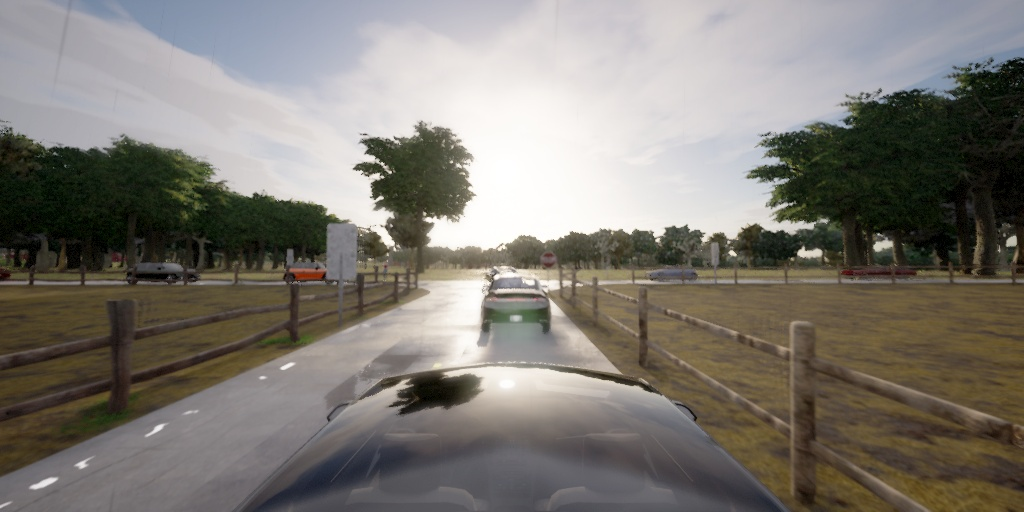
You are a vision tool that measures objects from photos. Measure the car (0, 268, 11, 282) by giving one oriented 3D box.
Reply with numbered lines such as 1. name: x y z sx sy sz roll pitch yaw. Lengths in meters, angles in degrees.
1. car: -47.059 1.489 31.284 5.008 1.535 1.882 0 -2 1

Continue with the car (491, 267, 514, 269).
1. car: -0.641 1.393 22.119 2.128 1.511 4.902 0 0 -10

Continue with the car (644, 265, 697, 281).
1. car: 13.793 1.499 31.283 4.181 1.385 1.994 0 -2 0

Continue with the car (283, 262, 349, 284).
1. car: -15.380 1.285 28.394 4.553 1.767 2.097 0 -2 0

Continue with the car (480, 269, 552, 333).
1. car: 0.100 1.298 10.956 2.128 1.511 4.902 0 -1 0

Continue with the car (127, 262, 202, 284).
1. car: -27.402 1.281 28.394 4.553 1.767 2.097 0 -2 0

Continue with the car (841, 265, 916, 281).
1. car: 31.026 1.435 30.612 4.718 1.301 1.895 0 -2 6

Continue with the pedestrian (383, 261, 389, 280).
1. pedestrian: -12.119 1.387 34.369 0.375 1.860 0.375 0 -2 0
